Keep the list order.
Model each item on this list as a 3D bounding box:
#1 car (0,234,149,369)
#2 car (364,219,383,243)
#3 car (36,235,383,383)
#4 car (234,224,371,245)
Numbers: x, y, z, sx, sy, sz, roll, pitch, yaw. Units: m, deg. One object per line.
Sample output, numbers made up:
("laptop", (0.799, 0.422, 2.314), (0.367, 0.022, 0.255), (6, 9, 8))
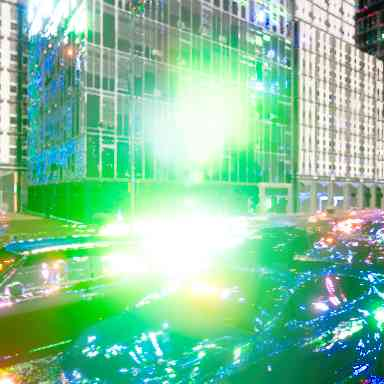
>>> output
("car", (-2.328, 1.445, 4.899), (4.097, 1.590, 1.967), (0, 0, -36))
("car", (6.678, 1.618, 11.325), (4.507, 1.381, 1.887), (0, 0, -36))
("car", (0.872, 1.543, 4.001), (4.674, 1.442, 1.812), (0, 0, -36))
("car", (2.174, 1.590, 8.112), (4.403, 1.369, 2.008), (0, 0, -36))
